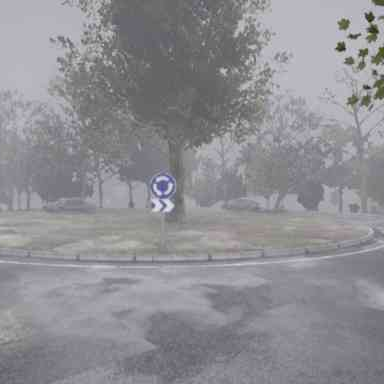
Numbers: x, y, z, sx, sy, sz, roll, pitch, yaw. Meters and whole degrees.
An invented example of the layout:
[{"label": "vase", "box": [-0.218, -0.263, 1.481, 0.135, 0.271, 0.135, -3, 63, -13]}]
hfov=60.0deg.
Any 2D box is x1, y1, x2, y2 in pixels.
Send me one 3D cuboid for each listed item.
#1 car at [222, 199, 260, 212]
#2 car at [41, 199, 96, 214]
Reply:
[{"label": "car", "box": [5.535, 1.510, 37.808, 4.181, 1.385, 1.994, 0, 0, 29]}, {"label": "car", "box": [-12.946, 1.497, 35.184, 5.357, 1.411, 2.033, 0, 0, -44]}]
